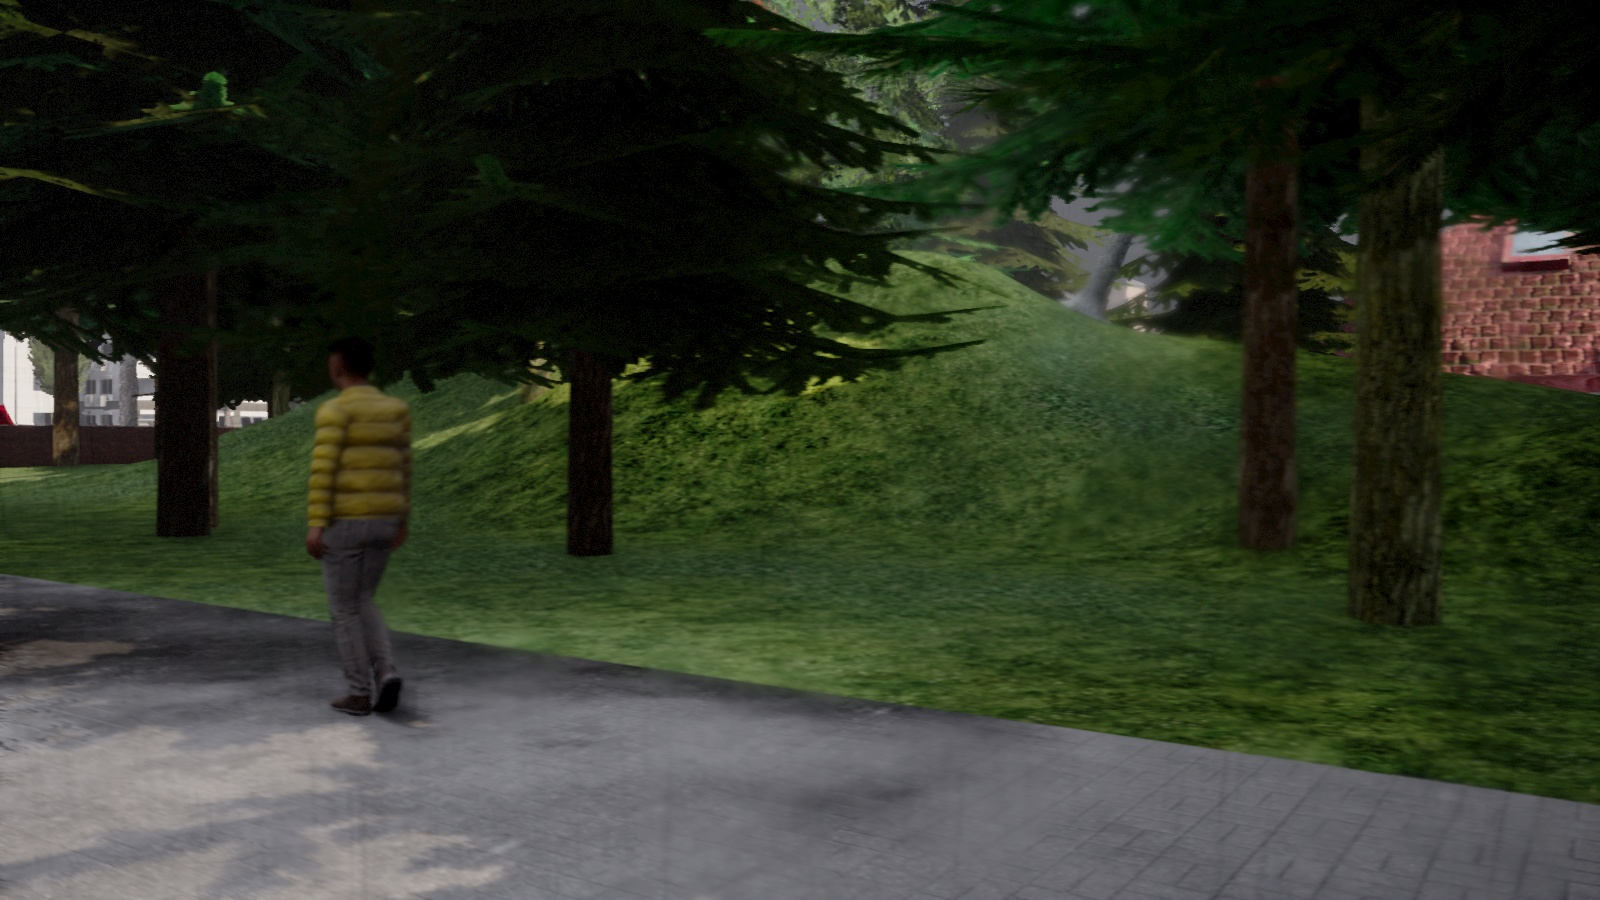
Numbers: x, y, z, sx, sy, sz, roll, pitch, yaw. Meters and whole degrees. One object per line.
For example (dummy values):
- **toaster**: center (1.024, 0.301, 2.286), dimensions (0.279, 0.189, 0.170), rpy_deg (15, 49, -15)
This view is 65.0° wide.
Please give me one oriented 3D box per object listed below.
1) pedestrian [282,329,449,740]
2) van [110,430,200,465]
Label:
- **pedestrian**: center (-2.084, 0.378, 6.012), dimensions (0.709, 1.840, 0.431), rpy_deg (0, 1, 41)
- **van**: center (-38.286, -0.188, 74.667), dimensions (1.775, 1.987, 4.442), rpy_deg (0, 1, 34)
